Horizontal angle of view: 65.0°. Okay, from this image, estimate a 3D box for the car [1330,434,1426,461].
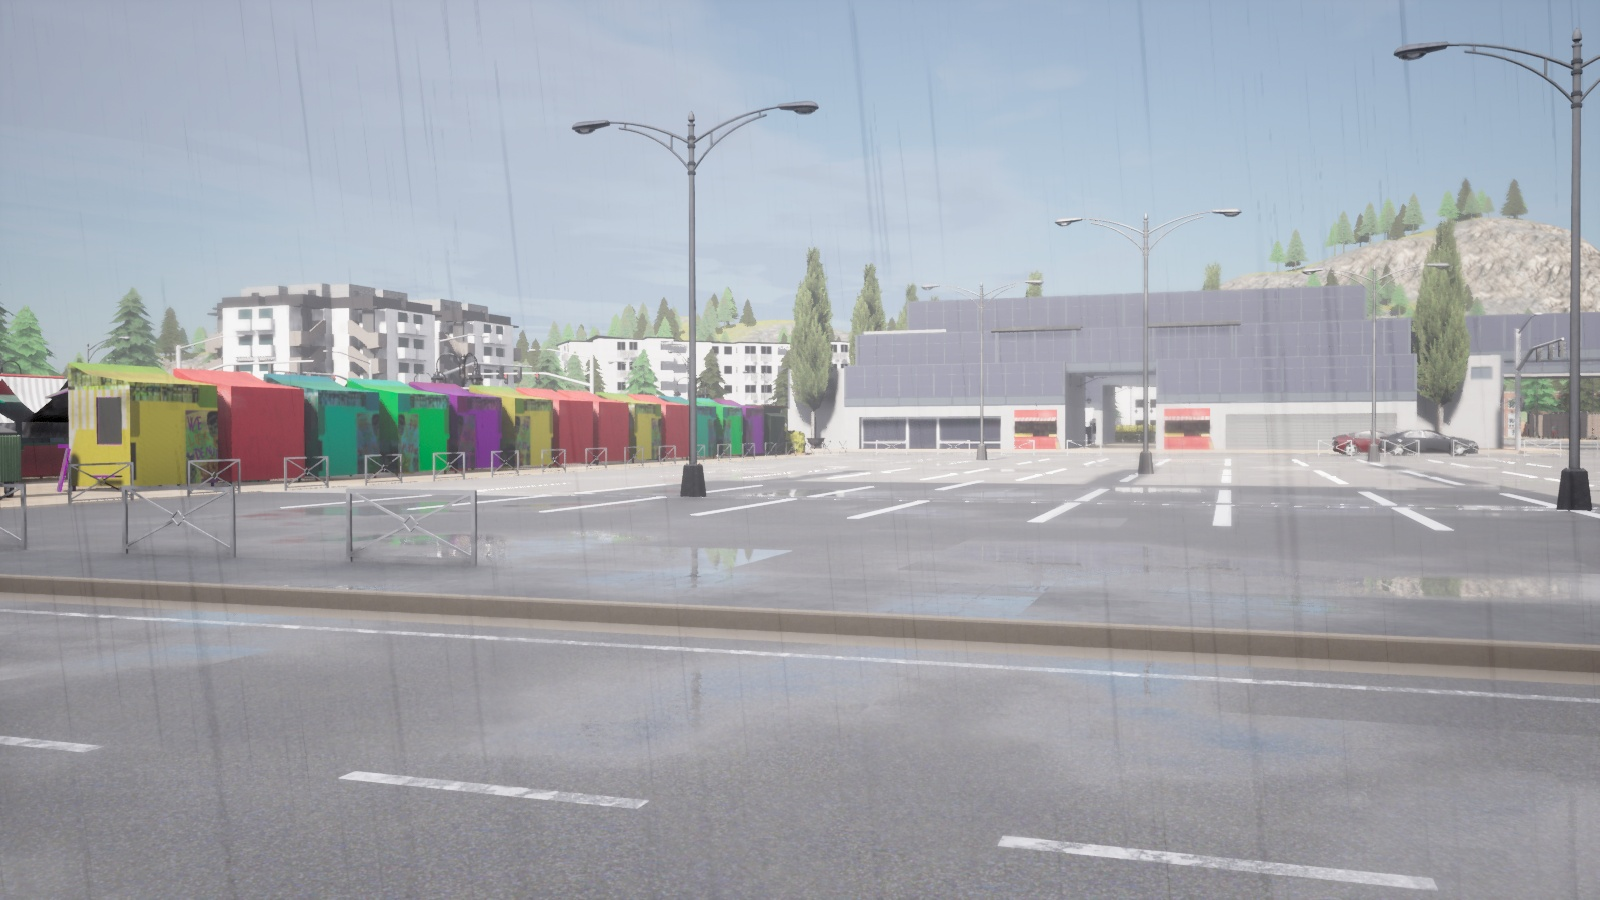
[{"bbox_3d":[32.991,-0.145,71.838,4.792,1.488,2.163,1,1,20],"label":"car"}]

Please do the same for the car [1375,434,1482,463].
[{"bbox_3d":[33.860,-0.120,67.801,4.902,1.511,2.128,1,1,20],"label":"car"}]

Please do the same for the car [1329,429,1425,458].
[{"bbox_3d":[34.396,-0.412,75.047,5.027,1.651,2.152,1,1,20],"label":"car"}]
